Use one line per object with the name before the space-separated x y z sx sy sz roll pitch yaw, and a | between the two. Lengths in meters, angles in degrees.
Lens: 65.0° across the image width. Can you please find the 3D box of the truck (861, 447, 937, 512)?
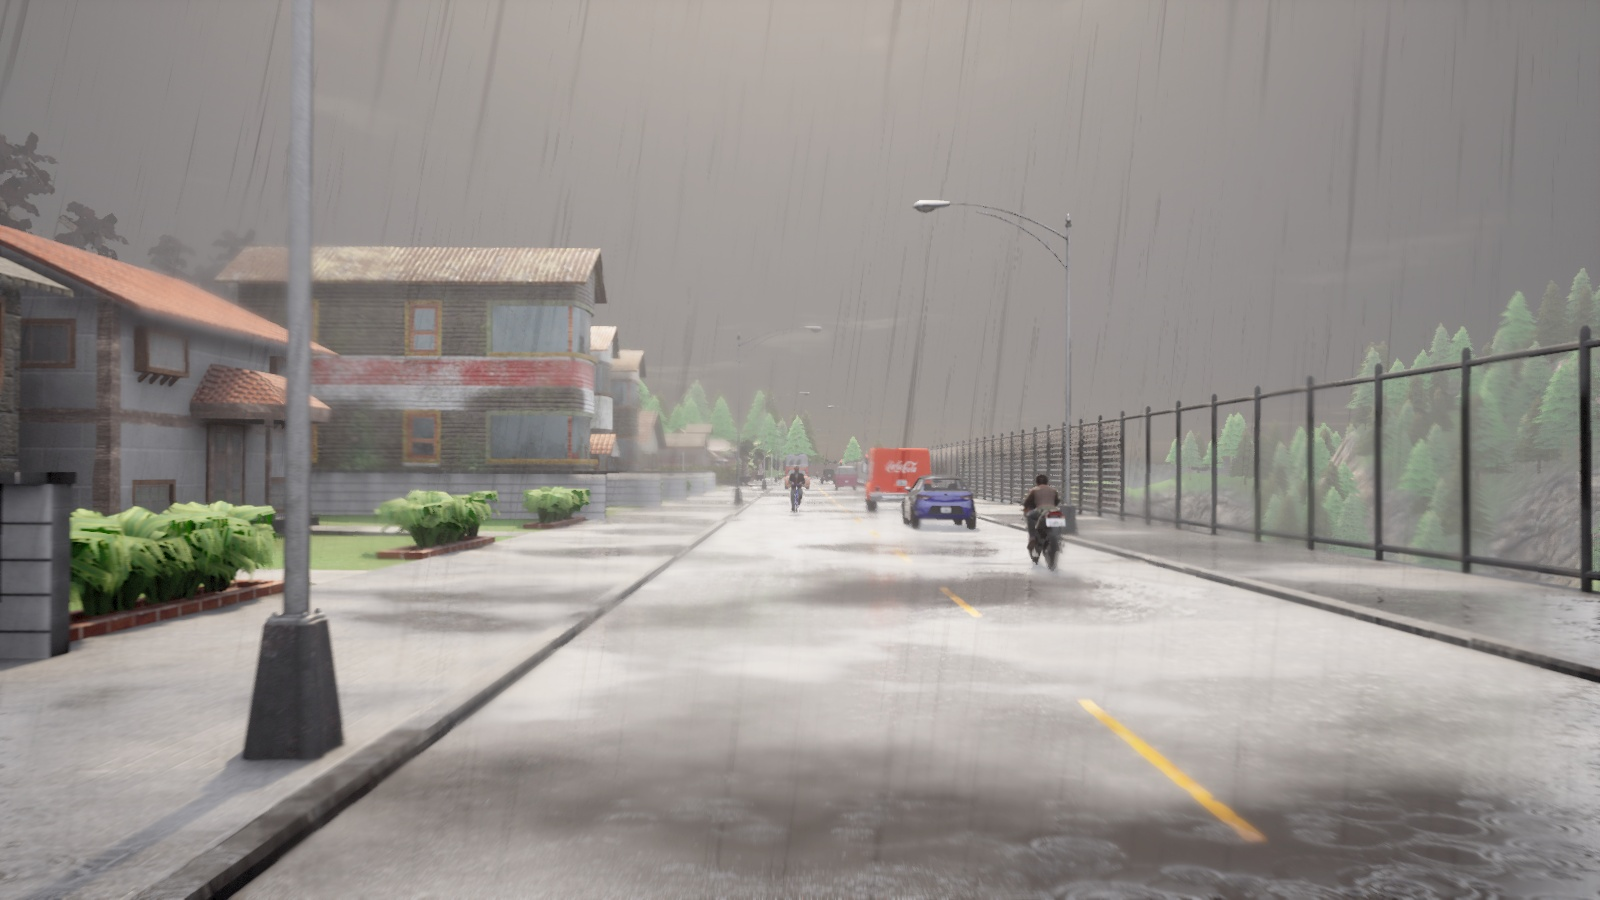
truck | 3.876 1.155 50.335 2.627 2.467 5.204 0 -1 0

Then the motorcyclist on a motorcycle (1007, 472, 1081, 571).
motorcyclist on a motorcycle | 3.950 1.124 20.492 0.797 1.523 2.044 0 -1 0

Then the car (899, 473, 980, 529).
car | 3.913 1.412 35.789 1.816 1.474 4.193 0 -1 0
